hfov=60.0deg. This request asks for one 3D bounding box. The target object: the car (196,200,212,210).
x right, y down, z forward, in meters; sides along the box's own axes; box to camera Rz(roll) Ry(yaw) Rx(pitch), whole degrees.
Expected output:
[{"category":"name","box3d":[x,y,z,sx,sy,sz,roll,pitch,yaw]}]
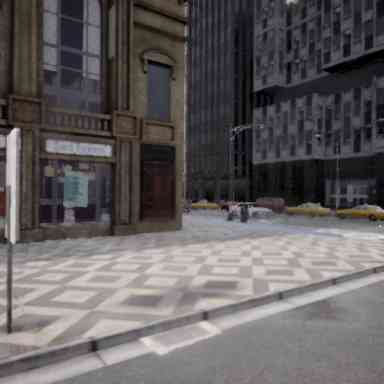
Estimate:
[{"category":"car","box3d":[1.713,1.768,46.769,1.752,1.417,4.829,0,0,-35]}]

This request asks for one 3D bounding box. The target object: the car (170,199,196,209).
[{"category":"car","box3d":[-1.415,1.808,51.209,2.008,1.369,4.403,0,0,-35]}]

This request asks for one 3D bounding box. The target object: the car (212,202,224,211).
[{"category":"car","box3d":[5.038,1.772,42.050,1.887,1.381,4.507,0,0,-35]}]

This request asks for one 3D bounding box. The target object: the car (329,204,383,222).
[{"category":"car","box3d":[14.619,1.708,28.451,1.752,1.417,4.829,0,0,-35]}]

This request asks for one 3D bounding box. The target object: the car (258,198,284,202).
[{"category":"car","box3d":[8.265,1.527,37.472,2.192,1.841,5.009,0,0,-35]}]

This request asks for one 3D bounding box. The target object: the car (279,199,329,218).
[{"category":"car","box3d":[11.393,1.723,33.031,1.752,1.417,4.829,0,0,-35]}]

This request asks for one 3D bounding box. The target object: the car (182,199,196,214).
[{"category":"car","box3d":[-1.921,1.702,37.126,1.887,1.381,4.507,0,0,-35]}]

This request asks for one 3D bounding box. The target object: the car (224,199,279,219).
[{"category":"car","box3d":[5.507,1.680,31.181,1.812,1.442,4.674,1,0,-35]}]
